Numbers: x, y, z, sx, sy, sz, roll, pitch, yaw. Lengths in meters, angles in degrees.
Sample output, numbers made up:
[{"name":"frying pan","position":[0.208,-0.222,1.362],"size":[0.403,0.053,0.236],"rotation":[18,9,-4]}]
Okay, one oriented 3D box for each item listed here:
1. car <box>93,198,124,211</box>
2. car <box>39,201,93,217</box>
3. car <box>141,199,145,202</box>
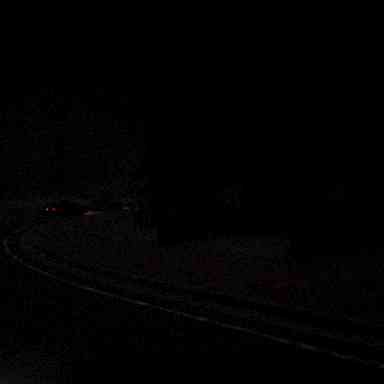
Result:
[{"name":"car","position":[-10.633,1.478,41.387],"size":[1.882,1.535,5.008],"rotation":[0,0,31]},{"name":"car","position":[-11.896,1.547,31.170],"size":[2.033,1.411,5.357],"rotation":[0,0,14]},{"name":"car","position":[-5.445,1.478,49.259],"size":[1.882,1.535,5.008],"rotation":[0,0,35]}]
